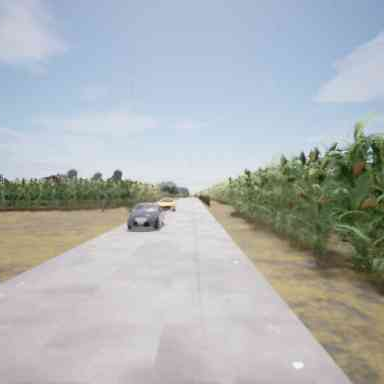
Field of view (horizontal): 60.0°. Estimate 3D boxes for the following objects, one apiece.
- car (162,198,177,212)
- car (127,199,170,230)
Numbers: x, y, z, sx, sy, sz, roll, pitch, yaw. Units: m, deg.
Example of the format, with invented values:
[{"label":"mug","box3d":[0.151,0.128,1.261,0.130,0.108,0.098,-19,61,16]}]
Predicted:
[{"label":"car","box3d":[-2.762,1.414,37.329,1.882,1.535,5.008,0,0,0]},{"label":"car","box3d":[-2.791,1.435,20.778,2.128,1.511,4.902,0,0,0]}]
